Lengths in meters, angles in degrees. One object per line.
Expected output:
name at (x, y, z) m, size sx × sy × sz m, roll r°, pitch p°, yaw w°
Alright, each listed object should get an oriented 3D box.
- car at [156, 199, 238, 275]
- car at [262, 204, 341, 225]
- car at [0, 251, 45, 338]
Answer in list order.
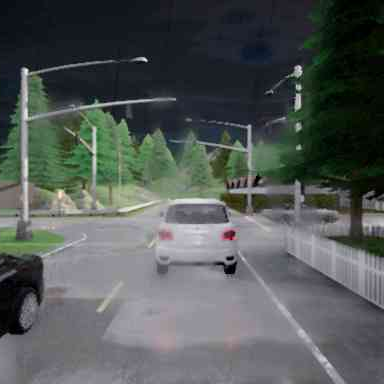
car at (0.100, 1.232, 10.672) m, size 2.150 × 2.045 × 5.566 m, roll 0°, pitch 0°, yaw -1°
car at (7.181, 1.428, 21.961) m, size 4.718 × 1.301 × 1.895 m, roll 0°, pitch 0°, yaw -2°
car at (-3.568, 1.482, 3.922) m, size 1.882 × 1.535 × 5.008 m, roll 0°, pitch 0°, yaw 0°
